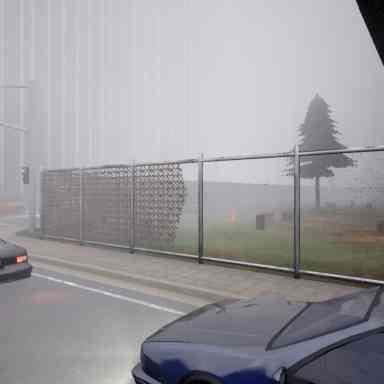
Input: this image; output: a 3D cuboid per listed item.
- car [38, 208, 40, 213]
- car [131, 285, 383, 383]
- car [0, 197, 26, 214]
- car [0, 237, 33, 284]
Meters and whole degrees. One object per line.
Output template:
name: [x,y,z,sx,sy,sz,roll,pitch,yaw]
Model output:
car: [-13.095,1.508,33.347,1.994,1.385,4.181,0,0,36]
car: [1.998,1.547,2.566,5.357,1.411,2.033,0,0,35]
car: [-18.508,1.297,31.802,2.097,1.767,4.553,0,0,36]
car: [-6.207,1.547,8.397,5.357,1.411,2.033,0,0,35]
